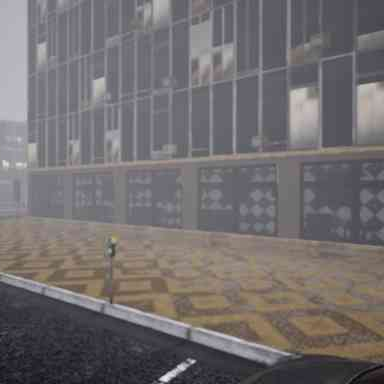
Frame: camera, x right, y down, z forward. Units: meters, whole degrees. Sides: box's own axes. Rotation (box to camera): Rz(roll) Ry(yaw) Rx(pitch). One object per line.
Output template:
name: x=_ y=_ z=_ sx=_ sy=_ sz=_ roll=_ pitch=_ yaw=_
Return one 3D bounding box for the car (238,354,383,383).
car: x=1.987 y=1.561 z=1.446 sx=4.313 sy=1.339 sz=1.947 roll=0 pitch=0 yaw=36
